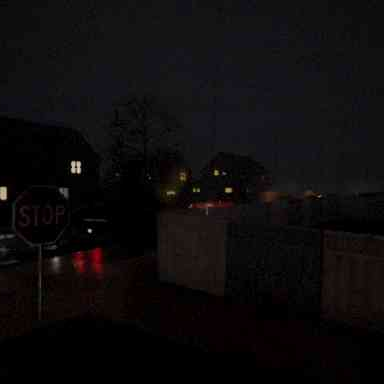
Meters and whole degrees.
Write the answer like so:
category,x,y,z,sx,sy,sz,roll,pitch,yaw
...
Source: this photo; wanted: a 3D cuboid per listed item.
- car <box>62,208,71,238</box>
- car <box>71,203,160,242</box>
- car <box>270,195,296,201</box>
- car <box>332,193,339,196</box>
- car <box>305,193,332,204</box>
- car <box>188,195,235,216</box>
category,x,y,z,sx,sy,sz,roll,pitch,yaw
car,-5.273,1.358,16.955,1.837,1.490,4.892,0,1,37
car,-2.760,1.338,15.518,2.128,1.511,4.902,0,1,35
car,10.873,1.091,39.605,2.033,1.411,5.357,0,1,36
car,20.501,0.876,48.304,1.882,1.535,5.008,0,1,35
car,14.854,1.056,40.264,2.033,1.411,5.357,0,1,36
car,1.638,1.072,26.641,2.097,1.767,4.553,0,1,35
